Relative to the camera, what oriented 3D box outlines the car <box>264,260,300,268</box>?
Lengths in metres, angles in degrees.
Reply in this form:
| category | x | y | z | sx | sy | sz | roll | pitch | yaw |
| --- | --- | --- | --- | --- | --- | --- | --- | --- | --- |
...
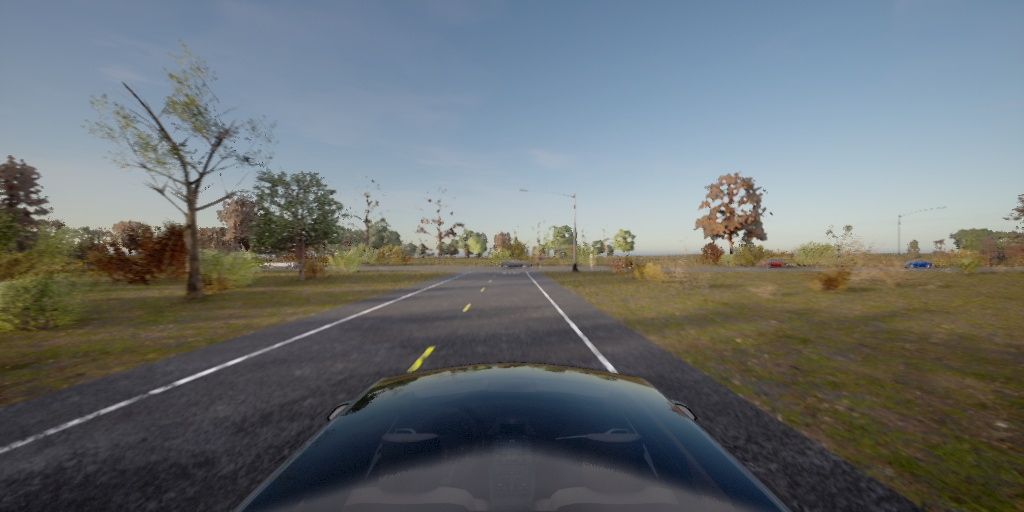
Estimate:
| category | x | y | z | sx | sy | sz | roll | pitch | yaw |
| --- | --- | --- | --- | --- | --- | --- | --- | --- | --- |
| car | -34.765 | 1.217 | 54.497 | 4.718 | 1.301 | 1.895 | 0 | 0 | -2 |

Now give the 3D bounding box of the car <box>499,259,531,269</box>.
| category | x | y | z | sx | sy | sz | roll | pitch | yaw |
| --- | --- | --- | --- | --- | --- | --- | --- | --- | --- |
| car | 0.431 | 1.266 | 55.467 | 4.902 | 1.511 | 2.128 | 0 | 0 | -1 |
